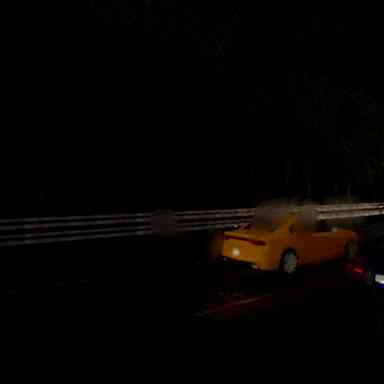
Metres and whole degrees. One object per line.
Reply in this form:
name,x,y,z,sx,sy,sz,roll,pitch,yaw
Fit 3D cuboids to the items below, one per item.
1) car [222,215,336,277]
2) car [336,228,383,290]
car,3.193,1.457,10.327,5.008,1.535,1.882,0,0,-35
car,5.542,1.505,7.702,4.674,1.442,1.812,0,0,-35
